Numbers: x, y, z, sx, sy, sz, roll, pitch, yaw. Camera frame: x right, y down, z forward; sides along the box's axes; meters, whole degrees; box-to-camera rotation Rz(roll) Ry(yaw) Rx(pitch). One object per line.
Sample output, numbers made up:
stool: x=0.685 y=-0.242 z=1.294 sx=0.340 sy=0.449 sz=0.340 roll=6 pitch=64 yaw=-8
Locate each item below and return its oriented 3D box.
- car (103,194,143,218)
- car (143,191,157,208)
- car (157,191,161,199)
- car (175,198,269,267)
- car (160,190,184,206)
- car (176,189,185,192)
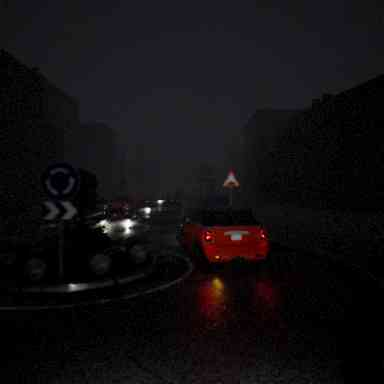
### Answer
car: x=-5.516 y=1.053 z=26.252 sx=2.097 sy=1.767 sz=4.553 roll=0 pitch=1 yaw=1
car: x=-5.495 y=0.950 z=38.041 sx=1.812 sy=1.442 sz=4.674 roll=0 pitch=1 yaw=0
car: x=-5.512 y=0.522 z=51.543 sx=1.812 sy=1.442 sz=4.674 roll=0 pitch=2 yaw=0
car: x=0.867 y=1.259 z=11.346 sx=2.097 sy=1.767 sz=4.553 roll=-1 pitch=1 yaw=-10
car: x=-2.326 y=0.908 z=40.256 sx=2.033 sy=1.411 sz=5.357 roll=0 pitch=2 yaw=0
car: x=-2.500 y=0.191 z=65.581 sx=1.837 sy=1.490 sz=4.892 roll=0 pitch=2 yaw=0
